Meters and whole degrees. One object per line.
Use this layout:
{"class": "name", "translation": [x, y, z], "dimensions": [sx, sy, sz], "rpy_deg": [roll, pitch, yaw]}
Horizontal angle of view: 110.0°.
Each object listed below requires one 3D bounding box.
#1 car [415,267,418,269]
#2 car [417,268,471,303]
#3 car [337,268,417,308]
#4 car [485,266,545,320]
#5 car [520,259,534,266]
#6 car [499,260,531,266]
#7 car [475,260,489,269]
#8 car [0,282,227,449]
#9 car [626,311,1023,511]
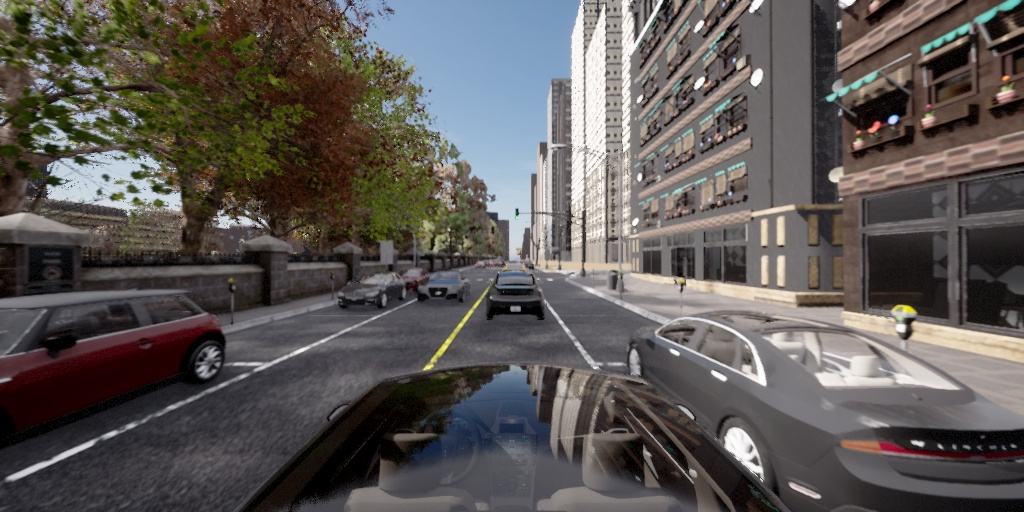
{"class": "car", "translation": [-5.815, 1.365, 20.787], "dimensions": [1.888, 1.381, 4.507], "rpy_deg": [0, 0, 0]}
{"class": "car", "translation": [-3.080, 1.369, 16.961], "dimensions": [1.994, 1.385, 4.181], "rpy_deg": [0, 0, 0]}
{"class": "car", "translation": [-5.765, 1.350, 15.247], "dimensions": [2.007, 1.370, 4.403], "rpy_deg": [0, 0, 0]}
{"class": "car", "translation": [0.104, 1.296, 12.894], "dimensions": [1.837, 1.490, 4.892], "rpy_deg": [0, 0, 0]}
{"class": "car", "translation": [2.705, 1.546, 58.702], "dimensions": [1.948, 1.339, 4.313], "rpy_deg": [0, 0, 0]}
{"class": "car", "translation": [0.338, 1.328, 28.501], "dimensions": [1.882, 1.535, 5.008], "rpy_deg": [0, 0, 4]}
{"class": "car", "translation": [-5.674, 1.588, 64.337], "dimensions": [1.802, 1.307, 4.207], "rpy_deg": [0, 0, 0]}
{"class": "car", "translation": [-5.691, 1.199, 4.172], "dimensions": [1.967, 1.591, 4.097], "rpy_deg": [0, 0, 0]}
{"class": "car", "translation": [2.689, 1.309, 4.171], "dimensions": [2.007, 1.370, 4.403], "rpy_deg": [0, 0, 0]}
